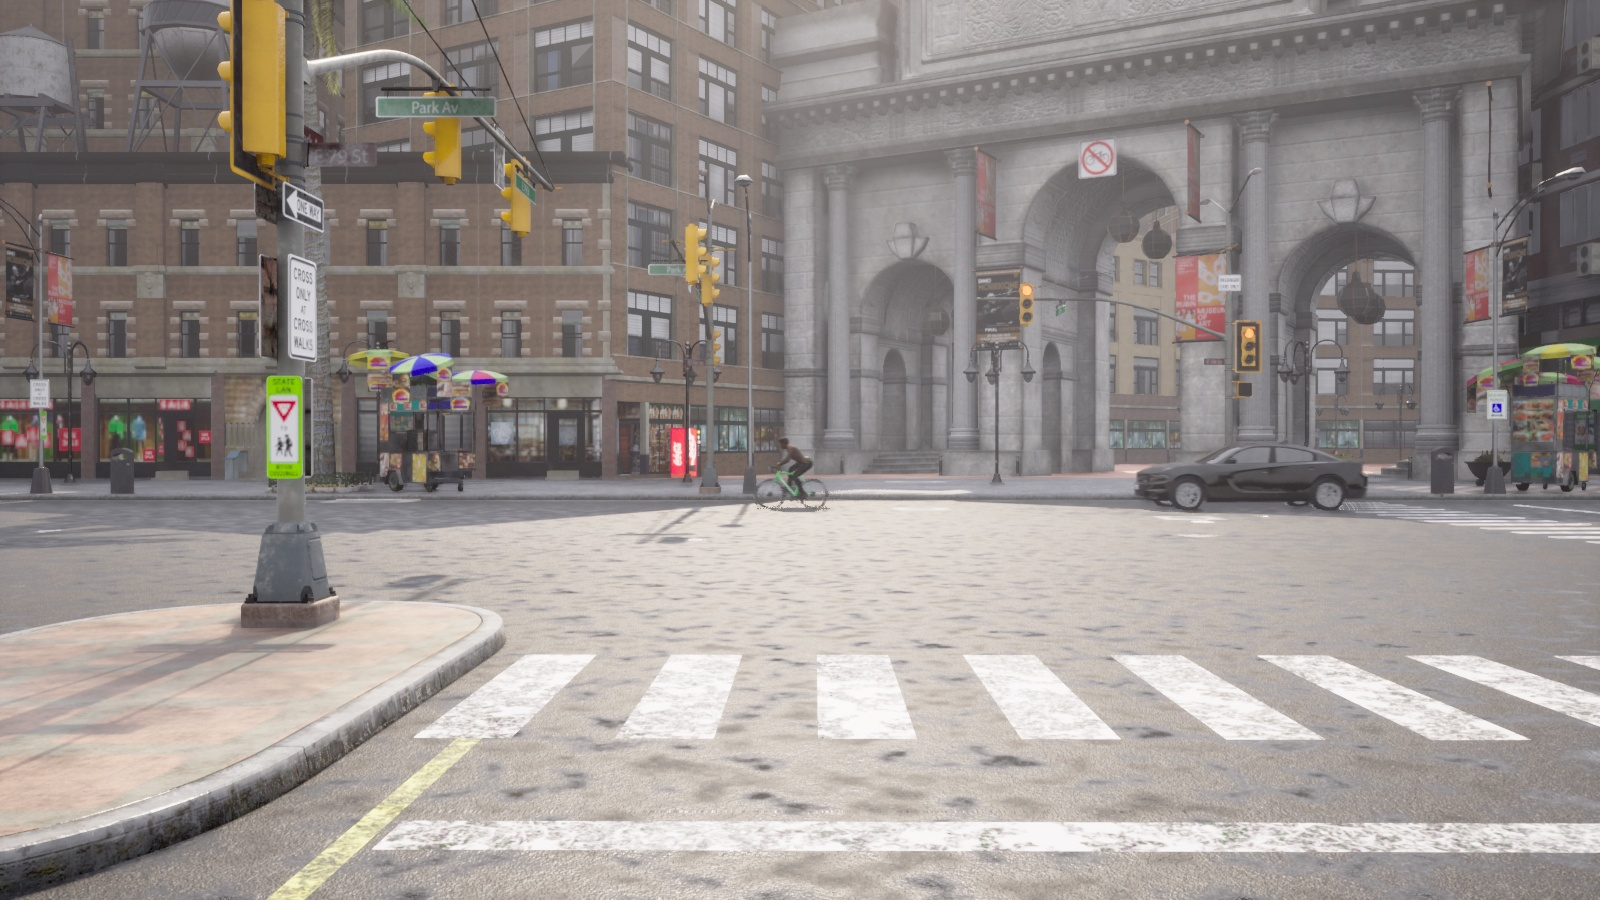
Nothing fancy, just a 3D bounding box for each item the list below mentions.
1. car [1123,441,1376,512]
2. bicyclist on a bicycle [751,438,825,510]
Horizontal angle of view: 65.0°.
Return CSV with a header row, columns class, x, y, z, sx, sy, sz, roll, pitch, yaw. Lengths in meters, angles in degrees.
class,x,y,z,sx,sy,sz,roll,pitch,yaw
car,10.018,0.573,28.273,5.008,1.535,1.882,0,0,1
bicyclist on a bicycle,-0.272,0.539,28.418,1.656,1.620,0.582,0,0,1
